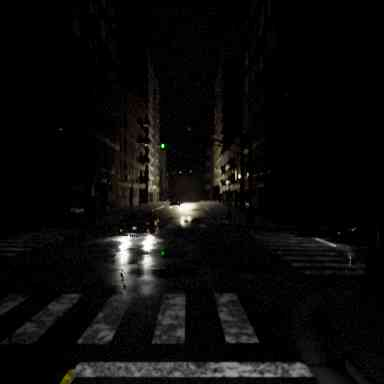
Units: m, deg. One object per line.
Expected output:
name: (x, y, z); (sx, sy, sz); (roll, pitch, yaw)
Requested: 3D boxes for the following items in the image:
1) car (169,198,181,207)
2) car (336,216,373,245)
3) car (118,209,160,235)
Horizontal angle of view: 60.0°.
car: (-3.029, 1.858, 60.668); (1.882, 1.535, 5.008); (0, 0, 0)
car: (9.624, 1.792, 16.483); (4.674, 1.442, 1.812); (1, 0, 0)
car: (-3.005, 1.709, 19.415); (1.994, 1.385, 4.181); (0, 0, 0)
